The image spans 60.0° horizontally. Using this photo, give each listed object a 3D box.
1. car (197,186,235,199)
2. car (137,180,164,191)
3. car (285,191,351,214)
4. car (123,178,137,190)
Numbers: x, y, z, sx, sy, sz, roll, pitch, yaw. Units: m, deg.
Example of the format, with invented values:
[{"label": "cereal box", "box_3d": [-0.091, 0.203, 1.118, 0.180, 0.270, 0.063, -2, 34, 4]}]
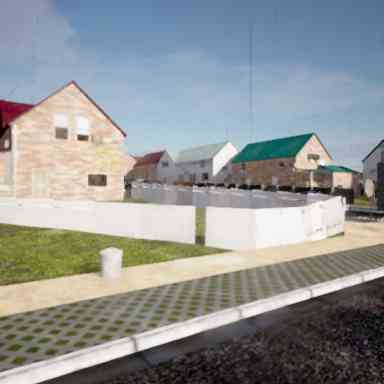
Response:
[{"label": "car", "box_3d": [2.363, 0.158, 32.584, 1.837, 1.490, 4.892, 0, 3, -35]}, {"label": "car", "box_3d": [-5.829, -0.697, 49.751, 2.033, 1.411, 5.357, 0, 3, -34]}, {"label": "car", "box_3d": [8.689, 0.712, 23.310, 1.812, 1.442, 4.674, 0, 3, -34]}, {"label": "car", "box_3d": [-9.186, -1.102, 49.649, 2.150, 2.045, 5.566, 0, 2, -34]}]
